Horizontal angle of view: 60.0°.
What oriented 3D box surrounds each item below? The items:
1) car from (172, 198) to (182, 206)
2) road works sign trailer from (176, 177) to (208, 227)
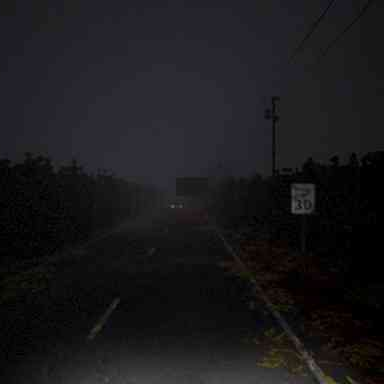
[{"bbox_3d":[-3.222,2.015,71.017,2.097,1.767,4.553,0,-1,0],"label":"car"},{"bbox_3d":[-0.008,0.694,24.529,2.380,3.560,2.880,0,-1,0],"label":"road works sign trailer"}]
